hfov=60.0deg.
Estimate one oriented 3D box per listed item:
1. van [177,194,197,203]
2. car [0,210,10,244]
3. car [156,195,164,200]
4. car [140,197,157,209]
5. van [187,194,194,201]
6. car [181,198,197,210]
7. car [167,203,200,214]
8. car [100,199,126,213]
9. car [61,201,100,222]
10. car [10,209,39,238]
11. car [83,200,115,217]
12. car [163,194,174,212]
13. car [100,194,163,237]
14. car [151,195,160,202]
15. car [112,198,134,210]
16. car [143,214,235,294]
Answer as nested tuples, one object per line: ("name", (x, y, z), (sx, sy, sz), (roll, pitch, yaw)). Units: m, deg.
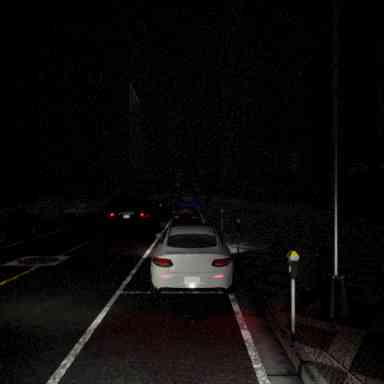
("van", (-0.368, 1.345, 32.287), (1.690, 1.788, 3.998), (0, 0, 0))
("car", (-3.047, 1.219, 0.769), (2.150, 2.045, 5.566), (0, 0, 0))
("car", (-8.906, 1.586, 92.029), (1.887, 1.381, 4.507), (0, 0, 0))
("car", (-6.145, 1.567, 47.600), (1.837, 1.490, 4.892), (0, 0, 0))
("van", (-0.380, 1.377, 86.847), (1.690, 1.788, 3.998), (0, 0, 0))
("car", (-0.367, 1.550, 43.337), (1.887, 1.381, 4.507), (0, 0, 0))
("car", (-0.370, 1.584, 21.237), (1.802, 1.307, 4.206), (0, 0, 0))
("car", (-8.921, 1.549, 37.830), (1.887, 1.381, 4.507), (0, 0, 0))
("car", (-8.918, 1.528, 26.609), (1.752, 1.417, 4.829), (0, 0, 0))
("car", (-8.916, 1.546, 15.728), (1.887, 1.381, 4.507), (0, 0, 0))
("car", (-8.919, 1.548, 32.304), (1.887, 1.381, 4.507), (0, 0, 0))
("car", (-3.145, 1.356, 34.258), (2.097, 1.767, 4.553), (0, 0, 0))
("car", (-3.044, 1.224, 18.102), (2.150, 2.045, 5.566), (0, 0, 0))
("car", (-8.912, 1.555, 81.278), (1.752, 1.417, 4.829), (0, 0, 0))
("car", (-8.922, 1.550, 43.355), (1.887, 1.381, 4.507), (0, 0, 0))
("car", (0.003, 1.526, 8.650), (1.812, 1.442, 4.674), (0, 0, 0))
